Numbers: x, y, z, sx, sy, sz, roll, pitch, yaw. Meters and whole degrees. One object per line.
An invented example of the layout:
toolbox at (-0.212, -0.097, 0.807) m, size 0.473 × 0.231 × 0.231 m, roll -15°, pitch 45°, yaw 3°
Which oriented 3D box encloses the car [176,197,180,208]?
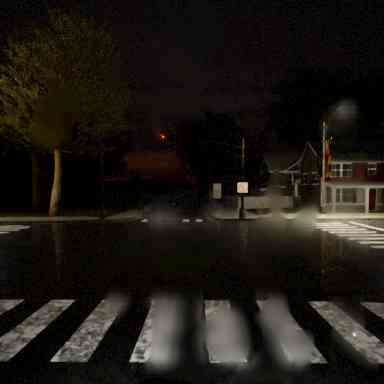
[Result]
car at (-2.933, 1.460, 44.119) m, size 1.837 × 1.490 × 4.892 m, roll 0°, pitch 0°, yaw 0°

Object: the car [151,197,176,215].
car at (-2.973, 1.447, 33.816) m, size 1.882 × 1.535 × 5.008 m, roll 0°, pitch 0°, yaw 0°

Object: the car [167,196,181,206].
car at (-2.889, 1.484, 54.747) m, size 2.033 × 1.411 × 5.357 m, roll 0°, pitch 0°, yaw 0°
